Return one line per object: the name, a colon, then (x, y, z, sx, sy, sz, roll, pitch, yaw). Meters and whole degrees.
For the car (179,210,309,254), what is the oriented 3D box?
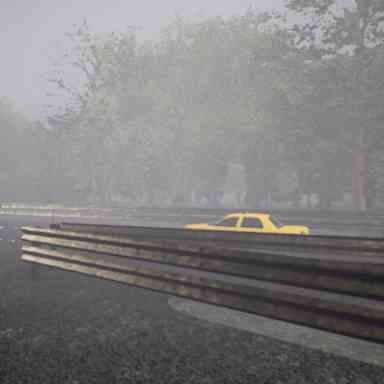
car: (1.799, 1.485, 12.938, 5.366, 1.575, 1.801, 0, 0, 23)
